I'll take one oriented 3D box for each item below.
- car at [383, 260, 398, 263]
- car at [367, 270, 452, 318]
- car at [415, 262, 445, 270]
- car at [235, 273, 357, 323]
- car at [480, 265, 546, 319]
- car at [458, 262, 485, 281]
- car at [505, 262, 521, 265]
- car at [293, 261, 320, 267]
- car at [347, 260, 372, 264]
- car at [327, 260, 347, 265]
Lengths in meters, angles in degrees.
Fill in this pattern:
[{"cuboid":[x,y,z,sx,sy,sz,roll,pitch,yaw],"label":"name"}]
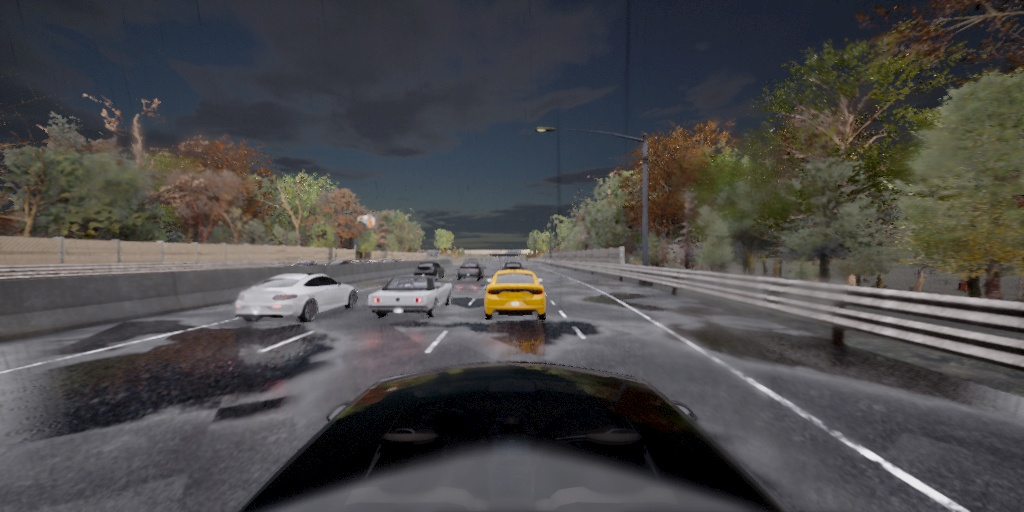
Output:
[{"cuboid":[-17.566,1.313,51.709,1.837,1.490,4.892,0,0,0],"label":"car"},{"cuboid":[-3.400,1.357,12.968,1.895,1.301,4.718,0,0,0],"label":"car"},{"cuboid":[-6.904,1.279,30.348,1.837,1.490,4.892,0,0,0],"label":"car"},{"cuboid":[-6.901,1.281,11.980,1.812,1.442,4.674,0,0,0],"label":"car"},{"cuboid":[0.099,1.234,12.850,1.882,1.535,5.008,0,0,0],"label":"car"},{"cuboid":[-3.404,1.266,30.277,2.128,1.511,4.902,0,0,0],"label":"car"},{"cuboid":[0.096,1.279,30.320,1.837,1.490,4.892,0,0,0],"label":"car"},{"cuboid":[-28.063,1.368,49.139,1.994,1.385,4.181,0,0,0],"label":"car"},{"cuboid":[-21.069,1.408,50.839,1.895,1.301,4.718,0,0,0],"label":"car"},{"cuboid":[-24.563,1.285,51.242,1.882,1.535,5.008,0,0,0],"label":"car"}]
